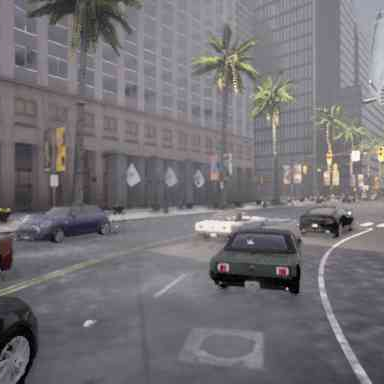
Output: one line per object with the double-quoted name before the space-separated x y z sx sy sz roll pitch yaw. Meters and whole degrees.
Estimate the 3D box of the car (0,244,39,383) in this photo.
"car" -3.008 1.527 2.344 1.837 1.490 4.892 0 0 5

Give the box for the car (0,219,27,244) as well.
"car" -6.076 1.523 6.835 1.882 1.535 5.008 -1 0 14

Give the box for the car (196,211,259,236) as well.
"car" 2.165 1.636 16.882 1.895 1.301 4.718 0 0 32

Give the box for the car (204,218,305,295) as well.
"car" 1.959 1.618 8.927 1.895 1.301 4.718 0 0 19

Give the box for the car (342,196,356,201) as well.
"car" 34.115 1.548 72.265 2.161 1.482 4.786 0 0 39

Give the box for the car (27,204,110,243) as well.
"car" -6.243 1.420 16.626 2.097 1.767 4.553 0 0 28

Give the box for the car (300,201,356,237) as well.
"car" 7.538 1.494 18.352 1.882 1.535 5.008 0 0 37
